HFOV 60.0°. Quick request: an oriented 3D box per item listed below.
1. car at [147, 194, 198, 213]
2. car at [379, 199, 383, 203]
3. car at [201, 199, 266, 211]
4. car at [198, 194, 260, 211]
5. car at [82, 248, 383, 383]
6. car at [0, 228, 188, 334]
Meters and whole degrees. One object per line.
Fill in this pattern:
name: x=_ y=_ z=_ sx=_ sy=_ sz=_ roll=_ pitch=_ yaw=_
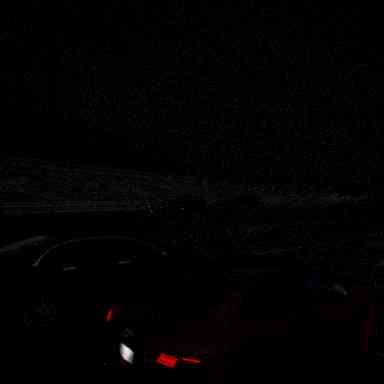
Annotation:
car: x=-1.172 y=1.237 z=29.232 sx=5.566 sy=2.045 sz=2.150 roll=0 pitch=0 yaw=-37
car: x=32.301 y=1.482 z=54.057 sx=5.008 sy=1.535 sz=1.882 roll=0 pitch=0 yaw=-36
car: x=3.380 y=1.506 z=23.895 sx=4.902 sy=1.511 sz=2.128 roll=0 pitch=0 yaw=-37
car: x=3.620 y=1.237 z=28.445 sx=5.566 sy=2.045 sz=2.150 roll=0 pitch=0 yaw=-36
car: x=0.969 y=1.569 z=4.486 sx=4.181 sy=1.385 sz=1.994 roll=0 pitch=0 yaw=-36
car: x=-1.798 y=1.510 z=6.800 sx=4.892 sy=1.490 sz=1.837 roll=0 pitch=0 yaw=-36
